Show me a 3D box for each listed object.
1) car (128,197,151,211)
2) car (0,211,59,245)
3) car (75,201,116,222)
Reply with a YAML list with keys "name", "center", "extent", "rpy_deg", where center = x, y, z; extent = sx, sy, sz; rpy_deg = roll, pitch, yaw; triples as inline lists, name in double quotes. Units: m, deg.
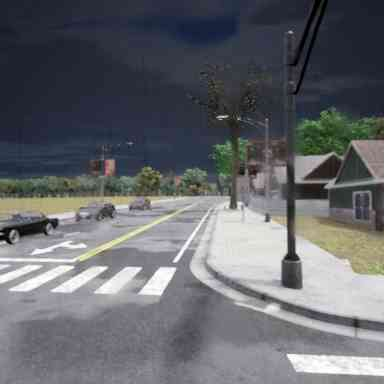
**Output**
- name: "car"
  center: [-6.124, 1.429, 39.410]
  extent: [1.837, 1.490, 4.892]
  rpy_deg: [0, 2, 6]
- name: "car"
  center: [-8.317, 1.599, 15.797]
  extent: [1.895, 1.301, 4.718]
  rpy_deg: [0, 0, 5]
- name: "car"
  center: [-7.389, 1.456, 25.843]
  extent: [2.128, 1.511, 4.902]
  rpy_deg: [0, 0, 5]
